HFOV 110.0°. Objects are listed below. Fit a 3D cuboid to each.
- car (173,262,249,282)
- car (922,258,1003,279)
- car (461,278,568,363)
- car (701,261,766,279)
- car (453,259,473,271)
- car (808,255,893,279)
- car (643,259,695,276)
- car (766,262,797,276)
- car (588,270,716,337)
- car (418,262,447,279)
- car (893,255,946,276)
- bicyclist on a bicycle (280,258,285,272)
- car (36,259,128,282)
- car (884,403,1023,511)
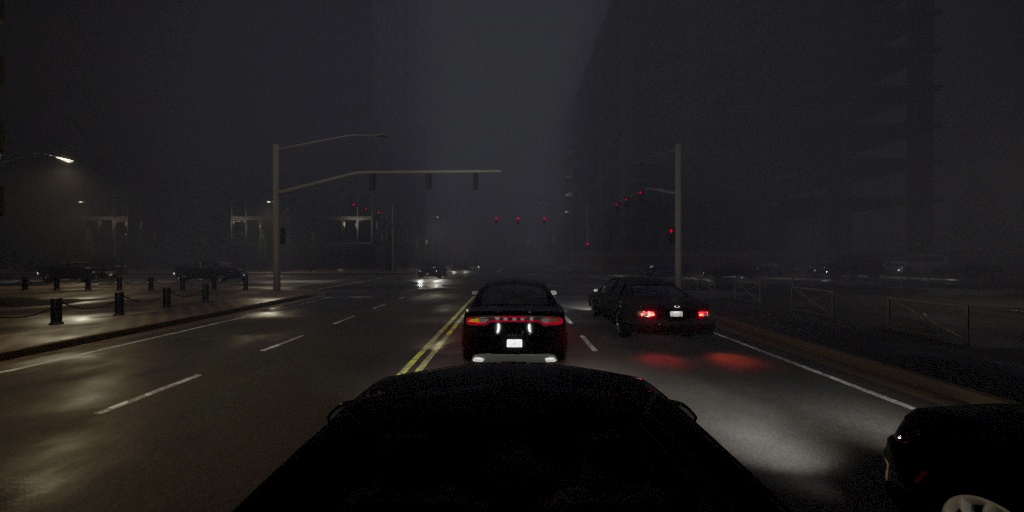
[{"bbox_3d":[-22.923,1.186,27.390,4.902,1.511,2.128,0,0,0],"label":"car"},{"bbox_3d":[39.912,1.172,31.589,5.008,1.535,1.882,0,0,0],"label":"car"},{"bbox_3d":[0.055,1.228,8.139,1.882,1.535,5.008,0,0,0],"label":"car"},{"bbox_3d":[19.155,1.220,31.518,4.674,1.442,1.812,0,0,0],"label":"car"},{"bbox_3d":[-7.090,1.227,50.364,1.882,1.535,5.008,0,0,0],"label":"car"},{"bbox_3d":[29.421,0.916,31.572,5.566,2.045,2.150,0,0,0],"label":"car"},{"bbox_3d":[15.231,1.046,35.046,4.553,1.767,2.097,0,0,0],"label":"car"},{"bbox_3d":[24.700,1.242,35.058,5.357,1.411,2.033,0,0,0],"label":"car"},{"bbox_3d":[3.571,1.297,10.262,2.033,1.411,5.357,0,0,0],"label":"car"},{"bbox_3d":[-7.096,1.244,32.393,1.812,1.442,4.674,0,0,0],"label":"car"},{"bbox_3d":[39.378,0.918,35.092,5.566,2.045,2.150,0,0,0],"label":"car"},{"bbox_3d":[-25.407,0.995,39.350,0.582,1.620,1.656,0,0,0],"label":"bicyclist on a bicycle"},{"bbox_3d":[-33.145,1.186,27.437,4.902,1.511,2.128,0,0,0],"label":"car"},{"bbox_3d":[3.600,1.255,0.525,1.837,1.490,4.892,0,0,0],"label":"car"}]
